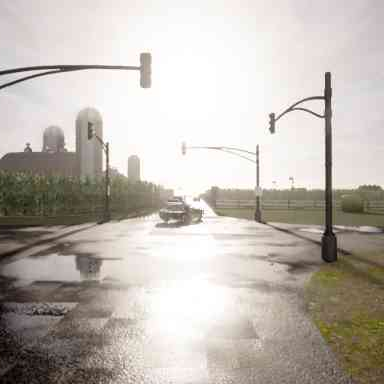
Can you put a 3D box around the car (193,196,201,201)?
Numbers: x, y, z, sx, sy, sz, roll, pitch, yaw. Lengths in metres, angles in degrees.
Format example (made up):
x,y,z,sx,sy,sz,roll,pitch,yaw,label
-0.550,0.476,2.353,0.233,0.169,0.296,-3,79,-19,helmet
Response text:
x,y,z,sx,sy,sz,roll,pitch,yaw,label
1.093,1.723,80.184,1.895,1.301,4.718,0,0,1,car

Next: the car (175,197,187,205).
x,y,z,sx,sy,sz,roll,pitch,yaw,label
-1.951,1.620,60.102,2.033,1.411,5.357,0,0,1,car

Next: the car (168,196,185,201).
x,y,z,sx,sy,sz,roll,pitch,yaw,label
-2.197,1.564,40.094,1.812,1.442,4.674,0,0,1,car

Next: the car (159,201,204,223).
x,y,z,sx,sy,sz,roll,pitch,yaw,label
-0.663,1.621,25.692,1.895,1.301,4.718,0,0,22,car
